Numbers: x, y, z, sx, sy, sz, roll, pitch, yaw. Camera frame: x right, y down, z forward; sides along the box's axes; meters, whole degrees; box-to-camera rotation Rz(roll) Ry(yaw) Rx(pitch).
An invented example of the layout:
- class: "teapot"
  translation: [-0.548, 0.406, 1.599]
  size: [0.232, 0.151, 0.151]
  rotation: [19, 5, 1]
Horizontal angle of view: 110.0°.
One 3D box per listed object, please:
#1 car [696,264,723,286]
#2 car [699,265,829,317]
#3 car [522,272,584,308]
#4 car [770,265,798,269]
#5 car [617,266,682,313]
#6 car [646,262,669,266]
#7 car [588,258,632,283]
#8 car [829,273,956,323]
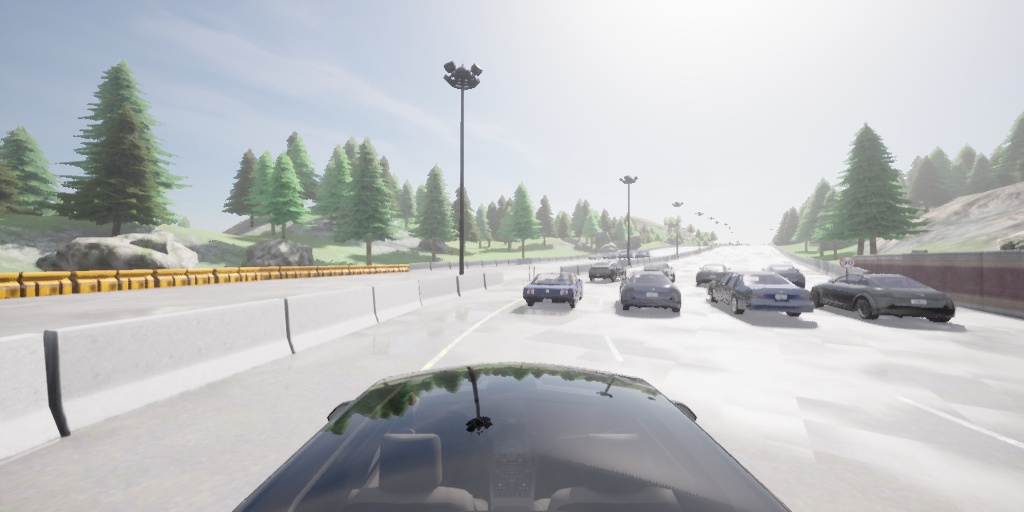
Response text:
- class: "car"
  translation: [13.277, 1.212, 23.519]
  size: [1.994, 1.385, 4.181]
  rotation: [0, 0, 32]
- class: "car"
  translation: [8.599, 1.240, 12.947]
  size: [2.033, 1.411, 5.357]
  rotation: [0, 0, 16]
- class: "car"
  translation: [1.876, 1.309, 14.895]
  size: [1.895, 1.301, 4.718]
  rotation: [0, 0, 16]
- class: "car"
  translation: [16.251, 1.206, 21.673]
  size: [1.994, 1.385, 4.181]
  rotation: [0, 0, 32]
- class: "car"
  translation: [5.233, 1.260, 13.907]
  size: [1.994, 1.385, 4.181]
  rotation: [0, 0, 16]
- class: "car"
  translation: [10.303, 1.176, 25.364]
  size: [1.812, 1.442, 4.674]
  rotation: [0, 0, 32]
- class: "car"
  translation: [7.329, 1.145, 27.210]
  size: [2.128, 1.511, 4.902]
  rotation: [0, 0, 32]
- class: "car"
  translation: [11.964, 1.244, 11.989]
  size: [1.994, 1.385, 4.181]
  rotation: [0, 0, 16]
